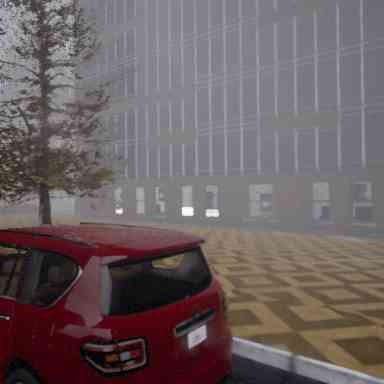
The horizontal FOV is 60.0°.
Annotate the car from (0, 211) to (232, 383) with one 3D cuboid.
[{"bbox_3d":[-1.900,1.327,4.240,5.009,1.841,2.192,0,-1,35],"label":"car"}]

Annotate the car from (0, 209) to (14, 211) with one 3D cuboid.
[{"bbox_3d":[-6.427,1.344,7.467,5.009,1.841,2.192,0,-1,35],"label":"car"}]

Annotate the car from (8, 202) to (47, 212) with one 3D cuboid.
[{"bbox_3d":[-24.214,2.145,49.076,1.752,1.417,4.829,-2,-2,35],"label":"car"}]

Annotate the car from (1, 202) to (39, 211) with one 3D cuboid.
[{"bbox_3d":[-20.554,1.869,39.823,1.967,1.590,4.097,-2,-2,35],"label":"car"}]
